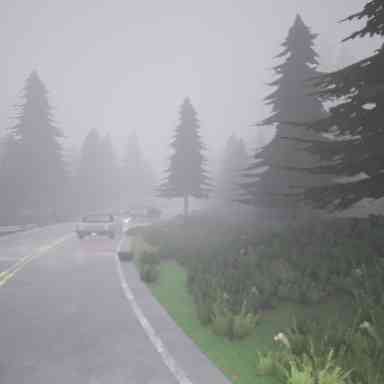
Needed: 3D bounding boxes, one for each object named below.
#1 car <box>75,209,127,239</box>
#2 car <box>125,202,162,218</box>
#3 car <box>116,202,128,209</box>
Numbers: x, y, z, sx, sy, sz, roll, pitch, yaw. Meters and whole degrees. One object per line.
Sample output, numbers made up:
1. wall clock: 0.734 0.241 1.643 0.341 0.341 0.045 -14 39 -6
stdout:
1. car: -5.128 1.863 19.031 1.895 1.301 4.718 0 -1 -5
2. car: -4.468 1.996 33.062 2.033 1.411 5.357 1 -1 10
3. car: -7.051 1.920 37.529 2.128 1.511 4.902 1 0 10
